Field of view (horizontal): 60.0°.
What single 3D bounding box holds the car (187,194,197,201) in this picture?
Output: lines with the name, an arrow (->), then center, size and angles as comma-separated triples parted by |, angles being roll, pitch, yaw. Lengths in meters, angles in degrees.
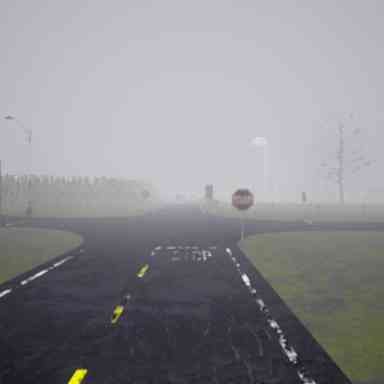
car -> -0.010, 1.321, 79.728 | 2.128, 1.511, 4.902 | 0, 0, 0

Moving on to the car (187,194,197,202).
car -> -0.005, 1.351, 69.309 | 1.882, 1.535, 5.008 | 0, 0, 0

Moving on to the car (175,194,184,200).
car -> -2.757, 1.083, 73.873 | 1.895, 1.301, 4.718 | 0, 0, 0
